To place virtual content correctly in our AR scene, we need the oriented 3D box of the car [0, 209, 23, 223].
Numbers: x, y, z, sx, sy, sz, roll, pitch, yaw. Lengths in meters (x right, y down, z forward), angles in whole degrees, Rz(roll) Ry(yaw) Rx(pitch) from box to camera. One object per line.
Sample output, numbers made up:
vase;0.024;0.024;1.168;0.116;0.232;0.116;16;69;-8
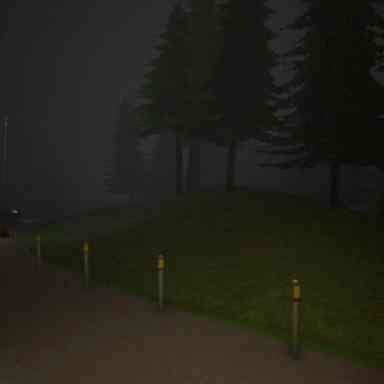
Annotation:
car;-20.943;2.720;37.912;2.128;1.511;4.902;2;-3;-7
